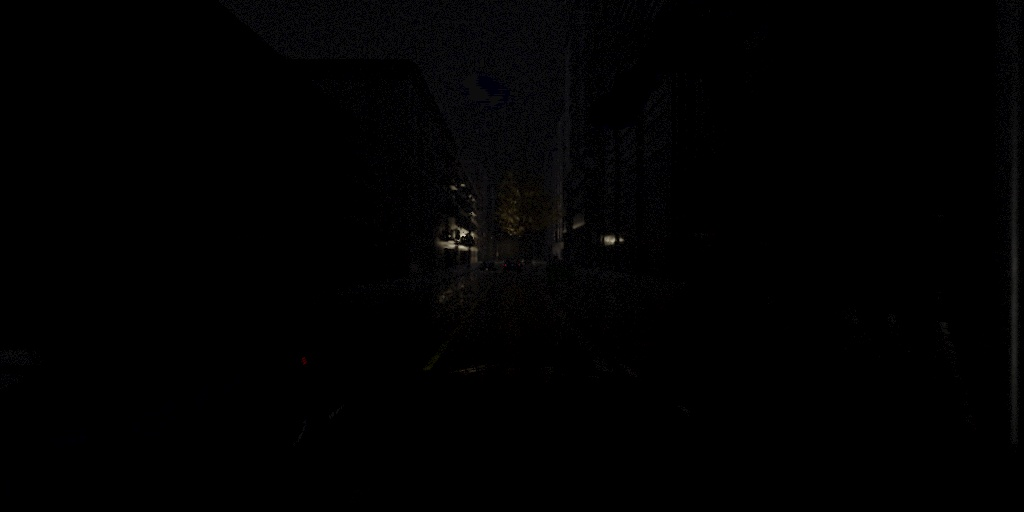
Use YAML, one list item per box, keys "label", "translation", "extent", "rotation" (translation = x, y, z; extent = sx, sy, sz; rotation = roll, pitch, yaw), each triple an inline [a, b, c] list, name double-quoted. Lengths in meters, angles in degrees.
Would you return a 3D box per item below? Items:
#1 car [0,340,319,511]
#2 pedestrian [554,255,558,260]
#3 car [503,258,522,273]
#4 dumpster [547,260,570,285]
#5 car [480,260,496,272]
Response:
- label: "car"
  translation: [-3.099, 1.314, 2.203]
  extent: [1.994, 1.385, 4.181]
  rotation: [0, 0, 0]
- label: "pedestrian"
  translation: [3.132, 0.876, 25.493]
  extent: [0.375, 1.860, 0.375]
  rotation: [0, 0, -15]
- label: "car"
  translation: [0.079, 1.062, 42.728]
  extent: [2.097, 1.767, 4.553]
  rotation: [0, 0, 0]
- label: "dumpster"
  translation: [3.140, 1.131, 24.348]
  extent: [1.020, 1.700, 1.940]
  rotation: [0, 0, 0]
- label: "car"
  translation: [-3.065, 1.249, 46.464]
  extent: [2.033, 1.411, 5.357]
  rotation: [0, 0, 0]
